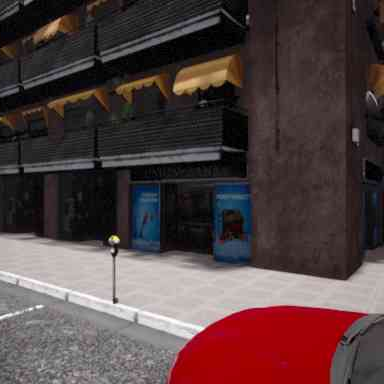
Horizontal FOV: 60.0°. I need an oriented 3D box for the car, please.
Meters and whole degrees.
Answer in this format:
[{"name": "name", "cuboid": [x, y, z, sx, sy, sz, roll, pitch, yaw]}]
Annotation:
[{"name": "car", "cuboid": [2.052, 1.315, 1.415, 5.009, 1.841, 2.192, 0, 0, 35]}]
